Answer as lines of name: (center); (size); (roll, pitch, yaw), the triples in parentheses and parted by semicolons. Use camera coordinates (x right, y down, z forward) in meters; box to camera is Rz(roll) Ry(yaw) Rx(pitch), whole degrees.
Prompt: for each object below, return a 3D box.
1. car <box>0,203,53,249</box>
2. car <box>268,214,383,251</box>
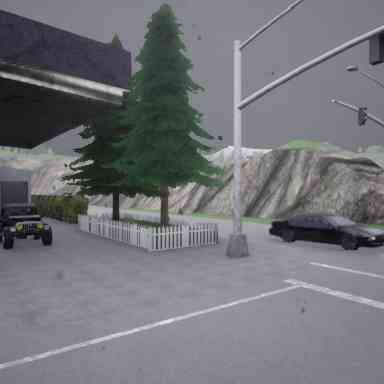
car: (-8.041, 1.505, 15.808); (1.905, 1.878, 3.866); (0, 0, -37)
car: (6.027, 1.719, 15.196); (2.033, 1.411, 5.357); (0, -1, -36)
